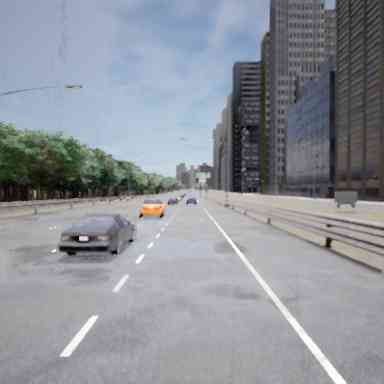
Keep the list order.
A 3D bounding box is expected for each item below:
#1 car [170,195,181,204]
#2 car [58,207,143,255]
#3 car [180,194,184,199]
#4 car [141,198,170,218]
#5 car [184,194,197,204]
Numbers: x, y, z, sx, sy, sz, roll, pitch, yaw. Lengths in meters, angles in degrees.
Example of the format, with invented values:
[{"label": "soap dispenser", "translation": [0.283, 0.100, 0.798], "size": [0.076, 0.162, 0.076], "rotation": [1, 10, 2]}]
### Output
[{"label": "car", "translation": [-3.678, 1.648, 64.906], "size": [2.033, 1.411, 5.357], "rotation": [0, 0, 0]}, {"label": "car", "translation": [-3.501, 1.554, 13.241], "size": [2.033, 1.411, 5.357], "rotation": [0, 0, 0]}, {"label": "car", "translation": [-3.821, 1.752, 85.396], "size": [1.895, 1.301, 4.718], "rotation": [0, 0, 0]}, {"label": "car", "translation": [-3.531, 1.380, 30.895], "size": [2.097, 1.767, 4.553], "rotation": [0, 0, 0]}, {"label": "car", "translation": [-0.091, 1.631, 67.195], "size": [1.812, 1.442, 4.674], "rotation": [0, 0, 0]}]
